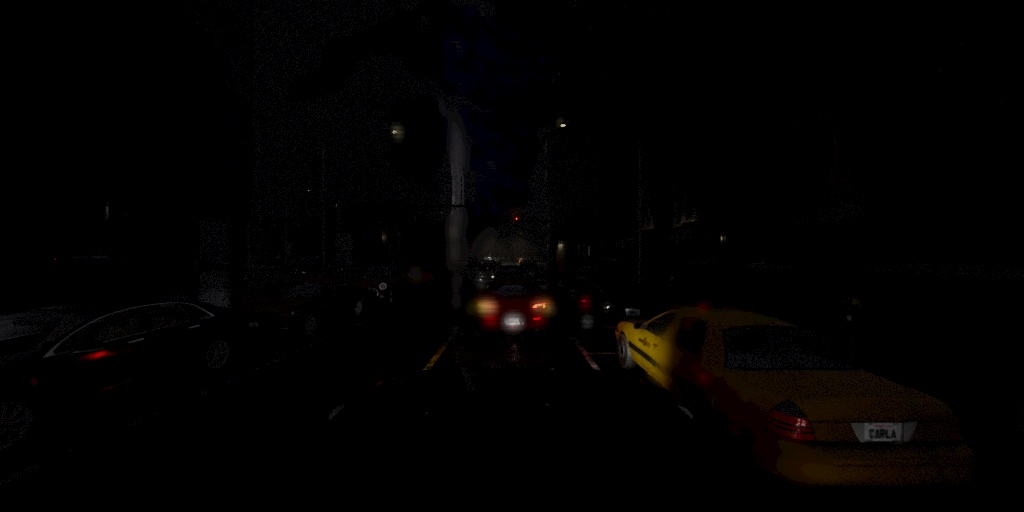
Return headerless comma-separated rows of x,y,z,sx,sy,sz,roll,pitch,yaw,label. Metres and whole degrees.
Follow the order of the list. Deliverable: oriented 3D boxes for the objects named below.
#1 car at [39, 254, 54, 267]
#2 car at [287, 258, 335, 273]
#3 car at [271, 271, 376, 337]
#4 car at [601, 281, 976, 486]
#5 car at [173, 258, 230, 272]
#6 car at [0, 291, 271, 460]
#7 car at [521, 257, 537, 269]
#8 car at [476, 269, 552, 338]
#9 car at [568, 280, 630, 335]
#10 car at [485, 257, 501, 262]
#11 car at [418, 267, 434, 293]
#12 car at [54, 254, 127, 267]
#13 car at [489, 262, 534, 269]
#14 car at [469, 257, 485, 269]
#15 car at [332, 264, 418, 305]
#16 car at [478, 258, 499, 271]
-48.218,0.417,35.684,4.181,1.385,1.994,1,0,0,car
-17.884,0.922,32.615,4.902,1.511,2.128,1,0,0,car
-5.769,1.295,10.254,1.888,1.381,4.507,0,0,0,car
2.761,1.275,4.976,1.751,1.417,4.829,0,0,0,car
-27.701,0.841,32.590,4.718,1.301,1.895,1,0,0,car
-5.764,1.300,4.797,2.007,1.370,4.403,0,0,0,car
2.719,1.201,53.145,1.967,1.591,4.097,0,0,0,car
0.063,1.276,10.097,1.812,1.442,4.674,0,0,0,car
2.756,1.316,10.263,1.948,1.339,4.313,0,0,0,car
-3.133,1.328,57.953,1.994,1.385,4.181,0,0,0,car
-5.778,1.277,20.997,1.751,1.417,4.829,0,0,0,car
-37.929,0.571,32.562,4.674,1.442,1.812,1,0,0,car
0.004,1.256,18.964,1.837,1.490,4.892,0,0,0,car
-5.811,1.079,58.575,2.192,1.841,5.009,0,0,0,car
-5.774,1.190,15.711,1.967,1.591,4.097,0,0,0,car
-3.138,1.285,47.985,1.812,1.442,4.674,0,0,0,car
